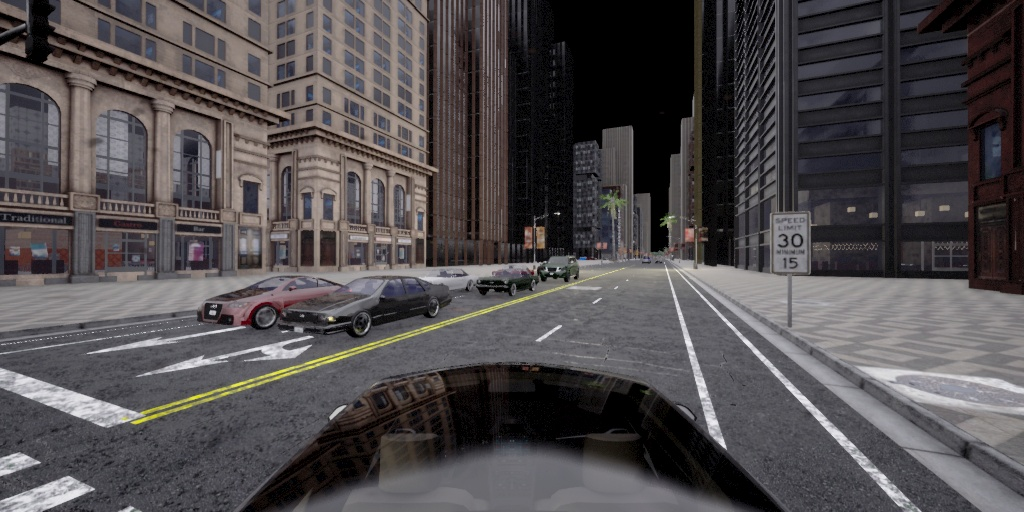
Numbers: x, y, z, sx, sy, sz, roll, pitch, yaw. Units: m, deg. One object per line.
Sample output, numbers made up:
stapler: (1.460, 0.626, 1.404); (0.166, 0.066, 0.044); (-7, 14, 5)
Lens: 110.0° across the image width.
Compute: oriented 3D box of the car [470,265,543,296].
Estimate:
car: (-0.130, 1.358, 19.494); (1.895, 1.301, 4.718); (0, 0, 23)

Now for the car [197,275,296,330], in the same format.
car: (-7.108, 1.316, 11.279); (1.994, 1.385, 4.181); (0, 0, 23)

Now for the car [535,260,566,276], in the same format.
car: (4.143, 1.251, 37.930); (1.882, 1.535, 5.008); (0, 0, 23)

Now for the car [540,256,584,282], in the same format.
car: (4.022, 0.987, 29.352); (2.150, 2.045, 5.566); (0, 0, 23)

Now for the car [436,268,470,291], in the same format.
car: (-3.715, 1.357, 19.357); (1.895, 1.301, 4.718); (0, 0, 23)

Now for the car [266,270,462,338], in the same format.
car: (-3.849, 1.299, 10.655); (2.033, 1.411, 5.357); (0, 0, 23)
